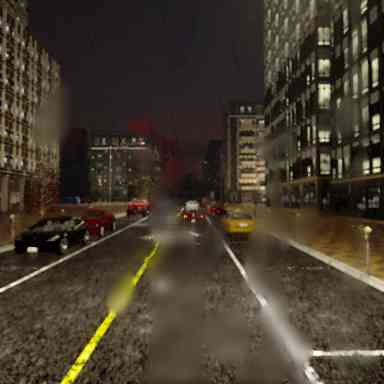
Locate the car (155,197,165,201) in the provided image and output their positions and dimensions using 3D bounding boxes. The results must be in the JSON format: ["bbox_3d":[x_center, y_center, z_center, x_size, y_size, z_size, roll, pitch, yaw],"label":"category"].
[{"bbox_3d":[-5.744,1.852,57.592,2.192,1.841,5.009,1,-1,0],"label":"car"}]

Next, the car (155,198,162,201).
[{"bbox_3d":[-5.676,1.980,46.702,1.887,1.381,4.507,1,-1,0],"label":"car"}]

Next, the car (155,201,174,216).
[{"bbox_3d":[-3.096,1.945,36.969,1.895,1.301,4.718,0,-1,0],"label":"car"}]

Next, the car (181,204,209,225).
[{"bbox_3d":[0.101,1.847,26.521,1.895,1.301,4.718,0,-1,0],"label":"car"}]

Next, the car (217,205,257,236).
[{"bbox_3d":[2.704,1.709,19.694,1.752,1.417,4.829,1,-1,0],"label":"car"}]

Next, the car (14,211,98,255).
[{"bbox_3d":[-5.677,1.697,14.029,1.947,1.339,4.313,1,-1,0],"label":"car"}]

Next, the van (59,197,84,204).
[{"bbox_3d":[-26.242,1.862,71.875,3.998,1.788,1.690,0,-2,0],"label":"van"}]

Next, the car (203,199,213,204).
[{"bbox_3d":[2.705,1.911,41.452,1.752,1.417,4.829,1,-1,0],"label":"car"}]

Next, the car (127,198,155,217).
[{"bbox_3d":[-5.671,1.648,35.813,2.192,1.841,5.009,1,-1,0],"label":"car"}]

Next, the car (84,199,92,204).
[{"bbox_3d":[-26.261,2.320,80.246,4.313,1.339,1.947,0,-2,0],"label":"car"}]

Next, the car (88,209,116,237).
[{"bbox_3d":[-5.676,1.726,19.475,1.887,1.381,4.507,1,-1,0],"label":"car"}]

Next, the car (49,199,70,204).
[{"bbox_3d":[-31.892,2.320,80.234,4.206,1.307,1.802,0,-2,0],"label":"car"}]

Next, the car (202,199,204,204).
[{"bbox_3d":[2.705,2.001,46.721,1.947,1.339,4.313,1,-1,0],"label":"car"}]

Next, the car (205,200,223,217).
[{"bbox_3d":[2.705,1.878,35.842,1.887,1.381,4.507,1,-1,0],"label":"car"}]

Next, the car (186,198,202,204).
[{"bbox_3d":[0.101,1.939,44.421,1.812,1.442,4.674,0,-1,0],"label":"car"}]
